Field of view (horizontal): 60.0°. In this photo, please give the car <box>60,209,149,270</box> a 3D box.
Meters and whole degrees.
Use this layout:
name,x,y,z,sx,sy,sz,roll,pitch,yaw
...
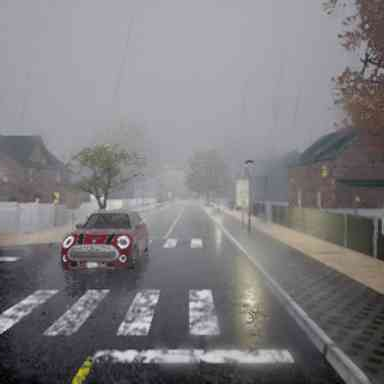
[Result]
name,x,y,z,sx,sy,sz,roll,pitch,yaw
car,-2.743,1.427,11.386,2.097,1.767,4.553,0,0,0
